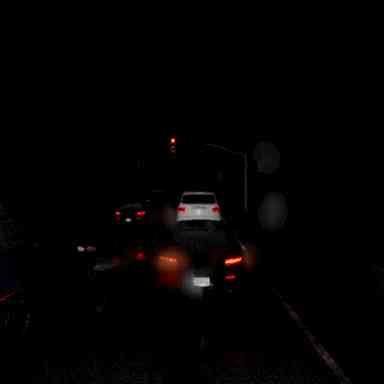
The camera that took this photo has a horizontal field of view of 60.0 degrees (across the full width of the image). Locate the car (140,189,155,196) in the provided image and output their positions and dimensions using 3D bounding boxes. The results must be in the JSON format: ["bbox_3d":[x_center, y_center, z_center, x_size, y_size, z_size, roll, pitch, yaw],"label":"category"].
[{"bbox_3d":[-9.273,0.267,67.544,1.812,1.442,4.674,0,1,1],"label":"car"}]

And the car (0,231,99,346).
[{"bbox_3d":[-3.335,1.450,6.113,2.033,1.411,5.357,0,1,1],"label":"car"}]

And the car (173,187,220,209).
[{"bbox_3d":[0.358,0.916,17.955,2.150,2.045,5.566,0,1,1],"label":"car"}]

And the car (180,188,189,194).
[{"bbox_3d":[-1.902,-0.276,86.514,2.033,1.411,5.357,0,2,1],"label":"car"}]

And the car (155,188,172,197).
[{"bbox_3d":[-5.775,0.217,67.611,1.882,1.535,5.008,0,1,1],"label":"car"}]

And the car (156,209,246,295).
[{"bbox_3d":[0.202,1.393,8.225,1.812,1.442,4.674,0,1,1],"label":"car"}]

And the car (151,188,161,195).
[{"bbox_3d":[-8.953,-0.183,83.590,1.812,1.442,4.674,0,2,1],"label":"car"}]

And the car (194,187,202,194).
[{"bbox_3d":[1.608,-0.480,87.176,2.097,1.767,4.553,0,2,1],"label":"car"}]

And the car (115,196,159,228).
[{"bbox_3d":[-3.121,1.197,19.152,1.812,1.442,4.674,0,1,3],"label":"car"}]
